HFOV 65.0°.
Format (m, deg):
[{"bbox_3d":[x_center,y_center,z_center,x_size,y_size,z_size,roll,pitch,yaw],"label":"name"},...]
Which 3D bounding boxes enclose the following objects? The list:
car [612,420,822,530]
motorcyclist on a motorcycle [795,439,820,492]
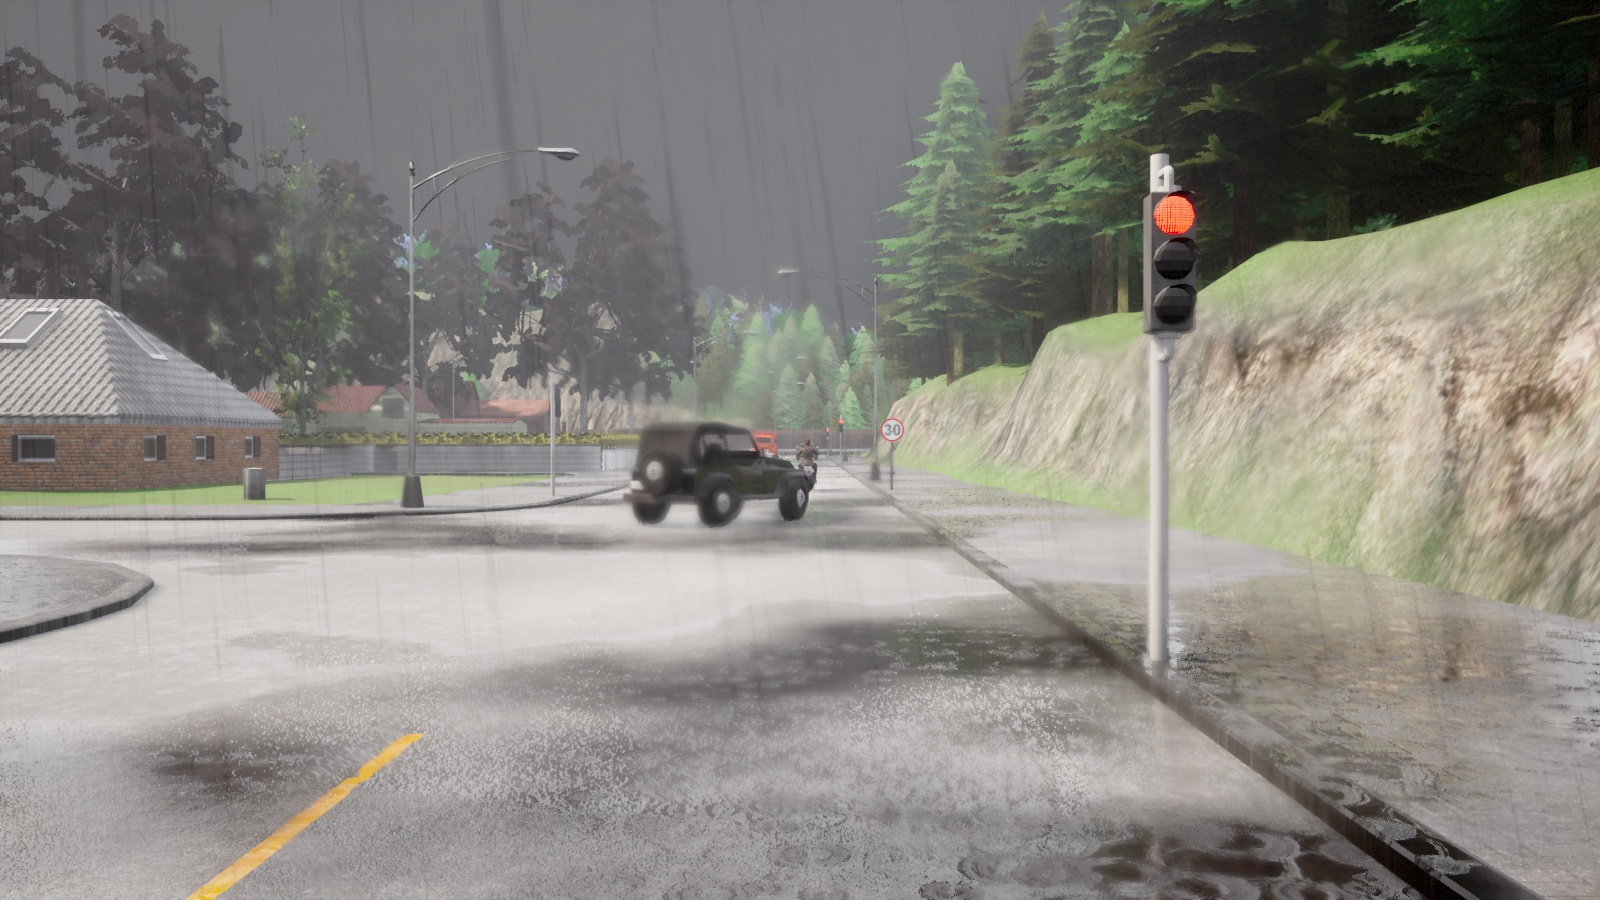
[{"bbox_3d":[-1.470,0.409,23.482,1.905,1.878,3.866,1,1,35],"label":"car"},{"bbox_3d":[0.246,0.472,39.840,0.766,1.649,2.350,0,0,0],"label":"motorcyclist on a motorcycle"}]
